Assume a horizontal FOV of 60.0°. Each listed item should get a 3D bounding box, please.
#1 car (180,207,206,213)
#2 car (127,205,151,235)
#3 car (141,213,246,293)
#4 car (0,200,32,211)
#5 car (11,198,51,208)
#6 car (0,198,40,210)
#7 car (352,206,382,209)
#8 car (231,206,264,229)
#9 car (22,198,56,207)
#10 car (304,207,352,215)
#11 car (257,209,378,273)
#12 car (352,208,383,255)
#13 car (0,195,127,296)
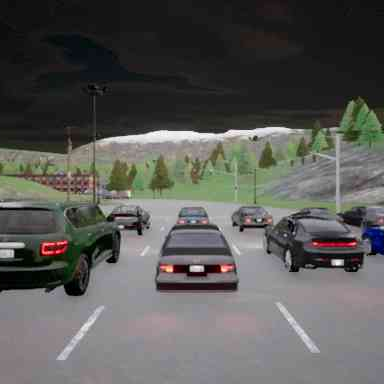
[{"bbox_3d":[0.050,1.545,19.070,2.033,1.411,5.357,0,0,0],"label":"car"},{"bbox_3d":[-3.453,1.489,18.611,2.128,1.511,4.902,0,0,0],"label":"car"},{"bbox_3d":[0.085,1.546,9.000,2.033,1.411,5.357,0,0,0],"label":"car"},{"bbox_3d":[-21.750,1.595,39.427,4.718,1.301,1.895,0,0,-1],"label":"car"},{"bbox_3d":[-22.469,1.519,46.421,4.674,1.442,1.812,0,0,-1],"label":"car"},{"bbox_3d":[-22.464,1.498,42.919,4.892,1.490,1.837,0,0,-1],"label":"car"},{"bbox_3d":[10.528,1.545,20.036,2.033,1.411,5.357,0,0,-1],"label":"car"},{"bbox_3d":[3.527,1.545,20.085,2.033,1.411,5.357,0,0,-1],"label":"car"},{"bbox_3d":[-22.849,1.557,49.919,4.181,1.385,1.994,0,0,-1],"label":"car"},{"bbox_3d":[7.039,1.561,19.064,1.994,1.385,4.181,0,0,0],"label":"car"},{"bbox_3d":[3.580,1.502,10.589,1.837,1.490,4.892,0,0,0],"label":"car"},{"bbox_3d":[7.079,1.476,10.076,1.882,1.535,5.008,0,0,0],"label":"car"},{"bbox_3d":[-3.417,1.220,8.757,2.150,2.045,5.566,0,0,0],"label":"car"}]
